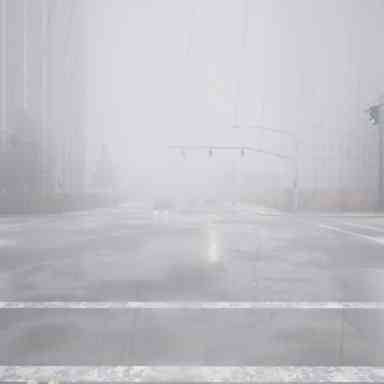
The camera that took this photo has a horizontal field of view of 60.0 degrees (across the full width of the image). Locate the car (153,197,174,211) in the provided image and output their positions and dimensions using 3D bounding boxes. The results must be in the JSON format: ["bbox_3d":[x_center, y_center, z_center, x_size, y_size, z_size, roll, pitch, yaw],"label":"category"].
[{"bbox_3d":[-3.580,1.564,40.787,1.994,1.385,4.181,0,0,0],"label":"car"}]

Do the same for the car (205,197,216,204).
[{"bbox_3d":[3.530,1.601,65.014,1.895,1.301,4.718,0,0,0],"label":"car"}]

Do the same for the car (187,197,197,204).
[{"bbox_3d":[0.030,1.564,64.985,1.994,1.385,4.181,0,0,0],"label":"car"}]
